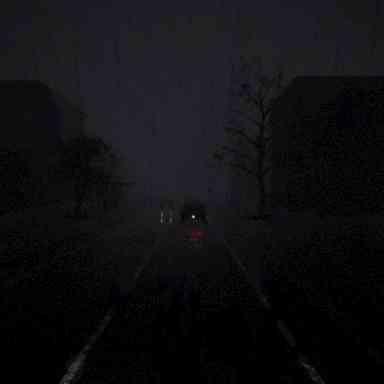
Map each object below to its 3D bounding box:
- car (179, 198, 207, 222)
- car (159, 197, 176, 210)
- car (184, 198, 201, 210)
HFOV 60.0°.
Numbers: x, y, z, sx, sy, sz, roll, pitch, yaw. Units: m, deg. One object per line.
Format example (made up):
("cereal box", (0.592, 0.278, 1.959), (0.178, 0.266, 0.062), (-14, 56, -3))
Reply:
("car", (0.096, 1.469, 25.553), (1.837, 1.490, 4.892), (0, 0, 0))
("car", (-3.093, 1.445, 42.037), (2.128, 1.511, 4.902), (0, 0, 0))
("car", (0.095, 1.506, 42.919), (2.033, 1.411, 5.357), (0, 0, 0))
